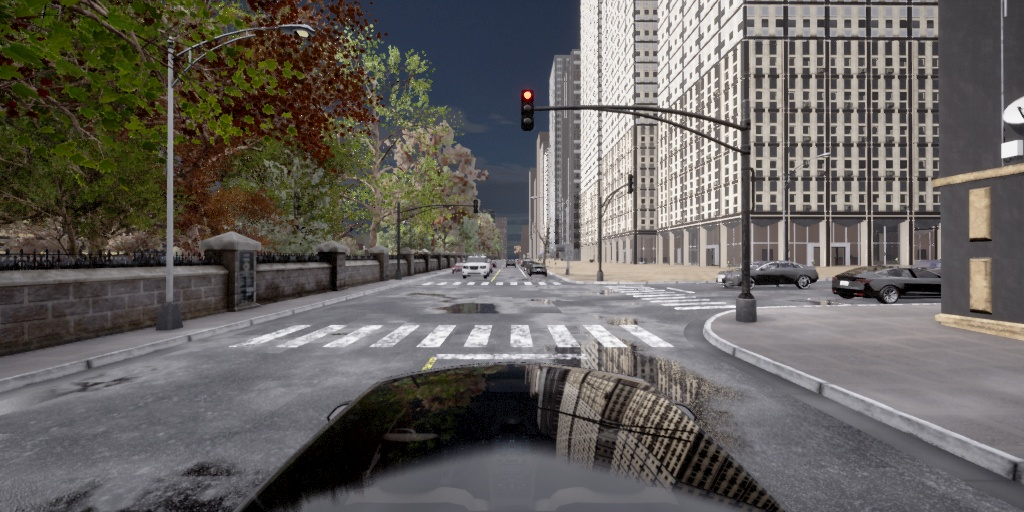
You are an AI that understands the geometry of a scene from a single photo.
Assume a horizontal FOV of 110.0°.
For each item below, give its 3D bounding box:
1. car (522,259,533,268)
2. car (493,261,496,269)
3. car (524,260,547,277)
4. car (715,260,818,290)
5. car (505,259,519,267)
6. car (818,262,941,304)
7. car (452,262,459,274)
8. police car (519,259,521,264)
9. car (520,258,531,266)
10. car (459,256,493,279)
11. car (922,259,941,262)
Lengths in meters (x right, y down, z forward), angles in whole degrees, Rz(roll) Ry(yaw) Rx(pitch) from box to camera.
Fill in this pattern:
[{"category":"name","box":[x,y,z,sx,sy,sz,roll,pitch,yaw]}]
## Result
[{"category":"car","box":[2.493,1.335,41.709,1.948,1.339,4.313,0,0,0]},{"category":"car","box":[-3.290,1.296,43.475,1.812,1.442,4.674,0,0,0]},{"category":"car","box":[2.521,1.331,36.077,1.948,1.339,4.313,0,0,0]},{"category":"car","box":[13.656,0.993,19.349,4.902,1.511,2.128,-1,0,0]},{"category":"car","box":[-0.213,1.299,65.109,1.837,1.490,4.892,0,0,0]},{"category":"car","box":[14.630,1.026,13.555,4.313,1.339,1.948,0,0,-1]},{"category":"car","box":[-5.888,1.351,41.667,1.802,1.307,4.207,0,0,0]},{"category":"police car","box":[2.824,1.218,64.501,1.930,1.638,5.238,0,0,0]},{"category":"car","box":[2.465,1.340,47.342,1.948,1.339,4.313,0,0,0]},{"category":"car","box":[-3.253,0.985,33.266,2.150,2.045,5.566,0,0,0]},{"category":"car","box":[23.474,0.882,19.442,5.357,1.411,2.033,-1,0,-1]}]
